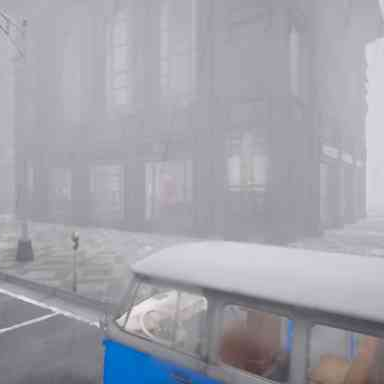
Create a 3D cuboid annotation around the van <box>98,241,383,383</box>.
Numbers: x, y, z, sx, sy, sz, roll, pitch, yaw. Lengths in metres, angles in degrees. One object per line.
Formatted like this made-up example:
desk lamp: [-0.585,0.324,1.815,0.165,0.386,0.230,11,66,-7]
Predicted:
van: [1.100,1.341,2.180,3.998,1.788,1.690,0,0,35]
